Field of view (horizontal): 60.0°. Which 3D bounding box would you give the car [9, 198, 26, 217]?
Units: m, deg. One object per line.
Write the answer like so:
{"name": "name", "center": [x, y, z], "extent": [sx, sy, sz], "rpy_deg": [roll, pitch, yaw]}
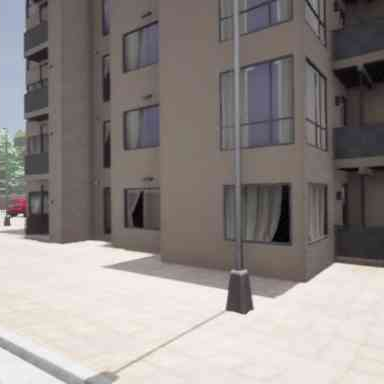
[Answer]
{"name": "car", "center": [-18.166, 1.712, 37.811], "extent": [2.150, 2.045, 5.566], "rpy_deg": [-1, 0, 20]}
